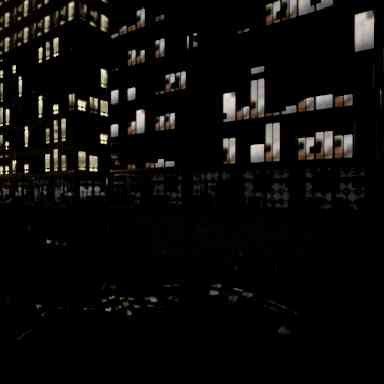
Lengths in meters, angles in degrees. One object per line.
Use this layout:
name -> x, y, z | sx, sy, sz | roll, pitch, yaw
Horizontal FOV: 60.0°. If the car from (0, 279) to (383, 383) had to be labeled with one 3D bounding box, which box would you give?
car -> -0.441, 1.566, 3.184 | 4.313, 1.339, 1.947 | 0, 0, 36
